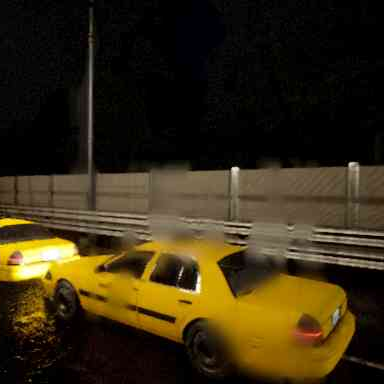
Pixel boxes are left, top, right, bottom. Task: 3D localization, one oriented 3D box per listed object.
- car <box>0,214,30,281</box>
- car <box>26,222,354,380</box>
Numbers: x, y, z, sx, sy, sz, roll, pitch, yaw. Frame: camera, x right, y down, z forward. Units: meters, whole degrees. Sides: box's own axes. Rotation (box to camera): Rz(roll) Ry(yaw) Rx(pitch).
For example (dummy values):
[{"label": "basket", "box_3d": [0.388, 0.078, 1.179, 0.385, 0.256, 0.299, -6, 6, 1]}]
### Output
[{"label": "car", "box_3d": [-5.246, 1.375, 8.953, 5.366, 1.575, 1.801, 1, 0, 36]}, {"label": "car", "box_3d": [-0.380, 1.432, 5.443, 5.366, 1.575, 1.801, 1, 0, 36]}]
